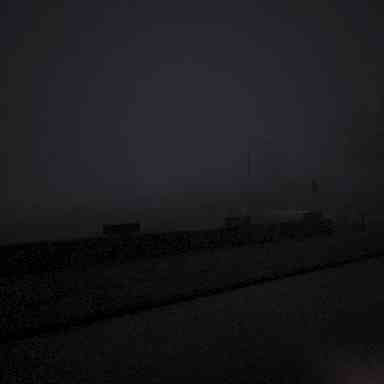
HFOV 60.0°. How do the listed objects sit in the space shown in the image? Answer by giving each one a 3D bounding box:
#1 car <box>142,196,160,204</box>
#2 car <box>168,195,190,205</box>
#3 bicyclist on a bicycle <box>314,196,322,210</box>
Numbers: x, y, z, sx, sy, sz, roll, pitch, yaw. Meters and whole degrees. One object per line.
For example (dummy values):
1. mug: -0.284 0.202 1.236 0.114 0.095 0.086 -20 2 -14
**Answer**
1. car: -8.175 1.478 65.455 1.882 1.535 5.008 0 0 -36
2. car: -2.302 1.352 57.303 2.097 1.767 4.553 0 0 -35
3. bicyclist on a bicycle: 15.190 1.349 40.104 1.656 1.620 0.582 0 0 -36
